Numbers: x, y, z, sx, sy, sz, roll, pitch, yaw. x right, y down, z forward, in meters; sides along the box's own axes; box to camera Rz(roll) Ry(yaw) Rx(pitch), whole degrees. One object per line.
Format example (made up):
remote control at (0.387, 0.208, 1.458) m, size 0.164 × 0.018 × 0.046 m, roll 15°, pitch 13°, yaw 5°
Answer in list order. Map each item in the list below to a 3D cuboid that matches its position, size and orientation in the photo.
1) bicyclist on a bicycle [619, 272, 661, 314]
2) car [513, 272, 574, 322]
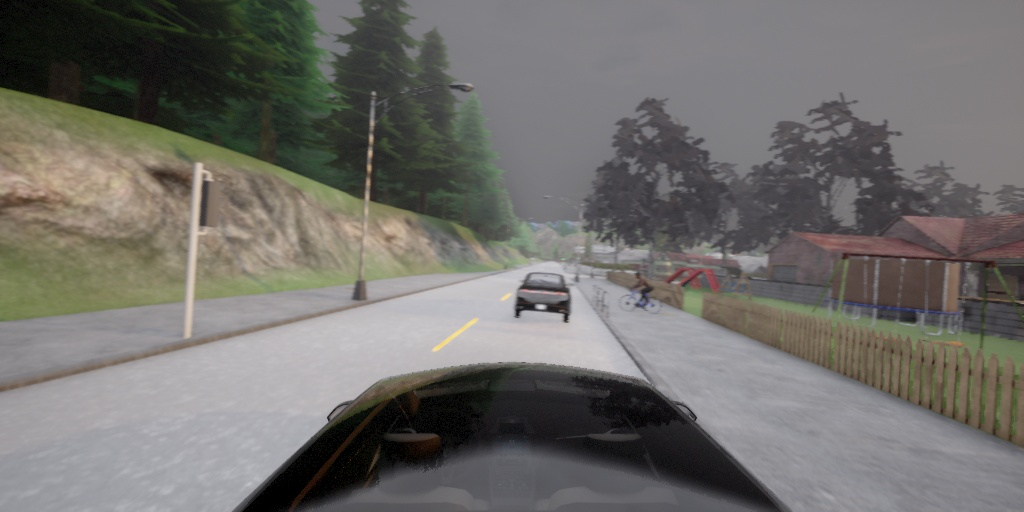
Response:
bicyclist on a bicycle at (5.168, 1.482, 14.399) m, size 1.656 × 1.620 × 0.582 m, roll 4°, pitch 0°, yaw 7°
car at (1.205, 1.354, 13.223) m, size 2.128 × 1.511 × 4.902 m, roll 4°, pitch 0°, yaw 7°
